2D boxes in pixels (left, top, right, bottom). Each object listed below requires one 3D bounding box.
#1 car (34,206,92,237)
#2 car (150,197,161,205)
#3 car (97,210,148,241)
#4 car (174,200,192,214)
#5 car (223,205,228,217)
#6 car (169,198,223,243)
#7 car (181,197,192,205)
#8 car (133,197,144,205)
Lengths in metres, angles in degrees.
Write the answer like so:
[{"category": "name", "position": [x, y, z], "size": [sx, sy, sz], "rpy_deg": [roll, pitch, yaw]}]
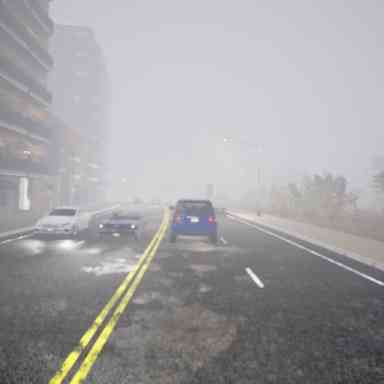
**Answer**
[{"category": "car", "position": [-6.729, 1.504, 17.914], "size": [1.812, 1.442, 4.674], "rpy_deg": [1, 0, -2]}, {"category": "car", "position": [-6.990, 1.713, 63.493], "size": [2.128, 1.511, 4.902], "rpy_deg": [1, 0, -7]}, {"category": "car", "position": [-3.458, 1.638, 17.194], "size": [1.895, 1.301, 4.718], "rpy_deg": [1, 0, -2]}, {"category": "car", "position": [-1.131, 1.731, 38.646], "size": [1.812, 1.442, 4.674], "rpy_deg": [1, 0, -4]}, {"category": "car", "position": [2.447, 1.799, 34.569], "size": [2.033, 1.411, 5.357], "rpy_deg": [1, 0, -4]}, {"category": "car", "position": [0.032, 1.325, 16.977], "size": [2.150, 2.045, 5.566], "rpy_deg": [1, 0, -2]}, {"category": "car", "position": [-1.146, 1.878, 69.031], "size": [1.812, 1.442, 4.674], "rpy_deg": [1, 0, -8]}, {"category": "car", "position": [-10.209, 1.644, 63.054], "size": [1.837, 1.490, 4.892], "rpy_deg": [1, 0, -7]}]
